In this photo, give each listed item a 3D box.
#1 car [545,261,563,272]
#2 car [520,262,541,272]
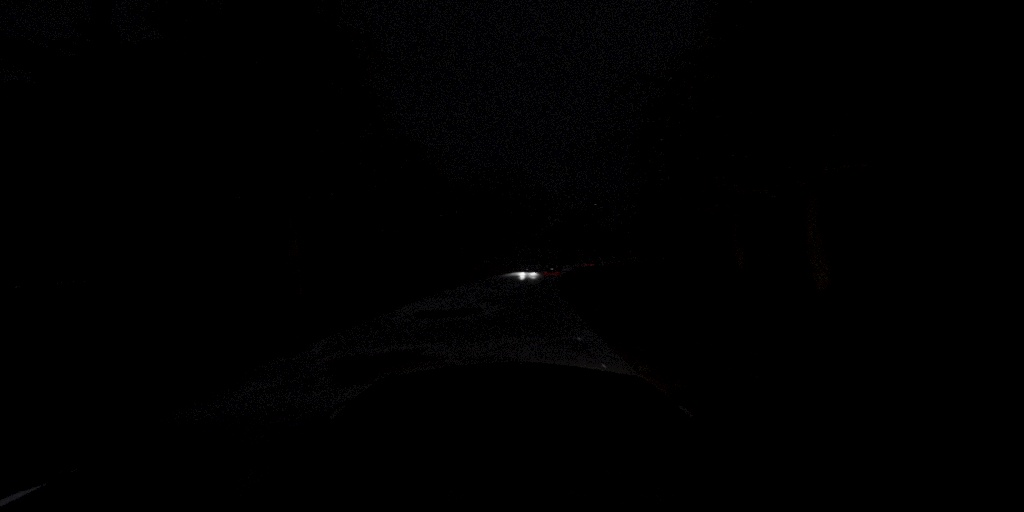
[{"bbox_3d":[5.526,1.336,46.606,1.895,1.301,4.718,-2,0,15],"label":"car"},{"bbox_3d":[2.470,1.417,47.580,1.895,1.301,4.718,-2,0,15],"label":"car"}]
